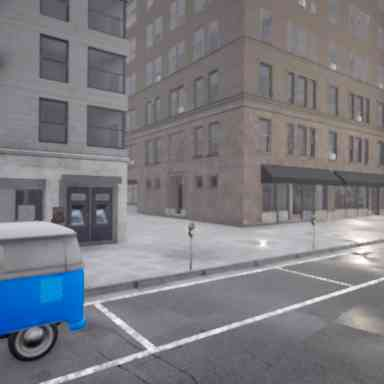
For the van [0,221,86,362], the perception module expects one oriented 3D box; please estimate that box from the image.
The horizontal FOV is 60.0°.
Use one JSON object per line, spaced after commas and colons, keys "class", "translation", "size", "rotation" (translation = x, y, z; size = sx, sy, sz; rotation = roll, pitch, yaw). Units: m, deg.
{"class": "van", "translation": [-3.441, 1.341, 4.298], "size": [3.998, 1.788, 1.690], "rotation": [0, 1, -35]}
